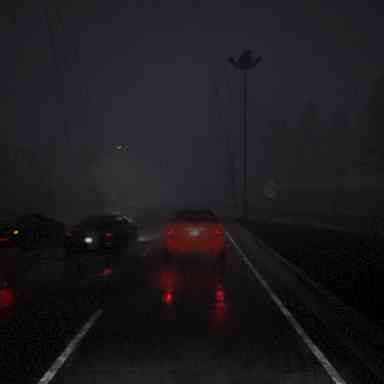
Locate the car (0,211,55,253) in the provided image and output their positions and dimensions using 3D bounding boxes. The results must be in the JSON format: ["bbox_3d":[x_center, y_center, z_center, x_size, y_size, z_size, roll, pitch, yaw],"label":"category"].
[{"bbox_3d":[-6.865,1.522,13.667,1.812,1.442,4.674,0,0,1],"label":"car"}]

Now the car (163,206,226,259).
[{"bbox_3d":[0.119,1.349,12.813,2.097,1.767,4.553,0,0,1],"label":"car"}]

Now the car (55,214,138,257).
[{"bbox_3d":[-3.377,1.562,13.032,1.994,1.385,4.181,0,0,1],"label":"car"}]
